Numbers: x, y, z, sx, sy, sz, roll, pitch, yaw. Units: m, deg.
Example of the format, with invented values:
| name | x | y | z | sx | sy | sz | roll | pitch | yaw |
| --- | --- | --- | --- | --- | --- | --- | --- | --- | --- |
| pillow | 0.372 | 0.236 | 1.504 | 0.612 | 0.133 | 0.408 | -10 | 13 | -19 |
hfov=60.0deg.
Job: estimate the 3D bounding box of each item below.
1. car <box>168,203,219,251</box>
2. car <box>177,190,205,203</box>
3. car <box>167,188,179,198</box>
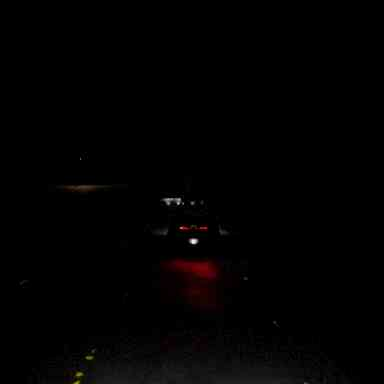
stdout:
| name | x | y | z | sx | sy | sz | roll | pitch | yaw |
| --- | --- | --- | --- | --- | --- | --- | --- | --- | --- |
| car | 0.063 | 1.390 | 13.524 | 1.837 | 1.490 | 4.892 | 0 | 0 | 0 |
| car | 0.055 | 0.888 | 28.684 | 2.097 | 1.767 | 4.553 | 0 | 2 | 0 |
| car | -2.841 | 0.126 | 52.723 | 1.882 | 1.535 | 5.008 | 0 | 2 | 0 |
